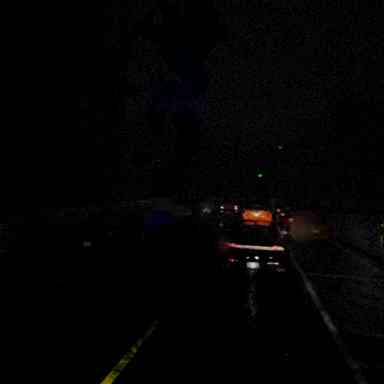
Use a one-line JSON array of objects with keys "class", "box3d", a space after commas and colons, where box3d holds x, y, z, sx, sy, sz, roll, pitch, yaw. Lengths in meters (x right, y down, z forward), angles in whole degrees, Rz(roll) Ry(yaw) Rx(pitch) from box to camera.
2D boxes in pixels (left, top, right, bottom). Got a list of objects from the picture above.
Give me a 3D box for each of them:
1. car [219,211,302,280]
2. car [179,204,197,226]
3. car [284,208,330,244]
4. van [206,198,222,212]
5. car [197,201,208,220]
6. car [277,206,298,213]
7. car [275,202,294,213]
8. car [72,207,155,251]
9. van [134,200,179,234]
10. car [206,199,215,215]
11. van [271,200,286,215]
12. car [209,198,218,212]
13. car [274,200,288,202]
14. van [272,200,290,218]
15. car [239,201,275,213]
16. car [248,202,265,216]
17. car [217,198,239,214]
[{"class": "car", "box3d": [1.999, 1.624, 10.588, 2.128, 1.511, 4.902, 2, 0, 12]}, {"class": "car", "box3d": [-1.186, 1.623, 24.532, 1.752, 1.417, 4.829, 2, 0, 11]}, {"class": "car", "box3d": [6.167, 1.851, 17.857, 1.752, 1.417, 4.829, 2, 0, 11]}, {"class": "van", "box3d": [3.123, 1.724, 46.025, 1.690, 1.788, 3.998, 2, 0, 11]}, {"class": "car", "box3d": [-0.087, 1.736, 30.029, 1.947, 1.339, 4.313, 2, 0, 11]}, {"class": "car", "box3d": [7.200, 1.938, 23.022, 1.887, 1.381, 4.507, 2, 0, 11]}, {"class": "car", "box3d": [8.271, 1.903, 28.354, 1.967, 1.590, 4.097, 2, 0, 11]}, {"class": "car", "box3d": [-3.289, 1.527, 14.035, 1.947, 1.339, 4.313, 2, 0, 11]}, {"class": "van", "box3d": [-2.214, 1.372, 19.368, 1.690, 1.788, 3.998, 2, 0, 11]}, {"class": "car", "box3d": [0.949, 1.764, 35.195, 1.752, 1.417, 4.829, 2, 0, 11]}, {"class": "van", "box3d": [11.477, 2.017, 44.348, 1.690, 1.788, 3.998, 2, 0, 11]}, {"class": "car", "box3d": [2.052, 1.752, 40.693, 1.967, 1.590, 4.097, 2, 0, 11]}, {"class": "car", "box3d": [9.343, 1.849, 33.686, 2.192, 1.841, 5.009, 2, 0, 11]}, {"class": "van", "box3d": [10.409, 1.946, 39.017, 1.690, 1.788, 3.998, 2, 0, 11]}, {"class": "car", "box3d": [4.953, 1.676, 25.315, 2.097, 1.767, 4.553, 2, 0, 11]}, {"class": "car", "box3d": [7.884, 2.048, 40.495, 1.812, 1.442, 4.674, 2, 0, 11]}, {"class": "car", "box3d": [4.558, 1.746, 39.328, 2.097, 1.767, 4.553, 2, 0, 12]}]
